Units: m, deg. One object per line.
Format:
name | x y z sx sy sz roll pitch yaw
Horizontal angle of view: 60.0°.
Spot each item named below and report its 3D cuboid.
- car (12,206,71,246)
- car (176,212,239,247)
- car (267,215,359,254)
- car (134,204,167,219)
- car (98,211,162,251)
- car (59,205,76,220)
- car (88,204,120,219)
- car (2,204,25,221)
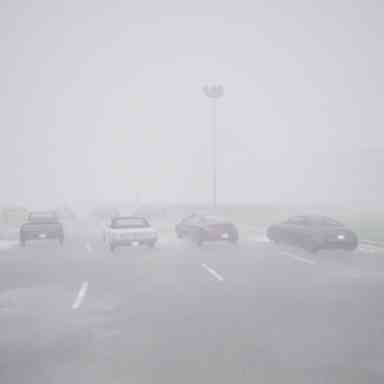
car | -7.470 1.709 16.679 2.128 1.511 4.902 0 -1 -24
car | 0.618 1.658 15.922 1.812 1.442 4.674 0 -1 -19
car | 4.887 1.639 14.059 1.994 1.385 4.181 0 -1 -16
car | -4.043 1.839 31.692 1.812 1.442 4.674 0 -1 -34
car | -2.991 1.762 15.175 1.895 1.301 4.718 0 -1 -20
car | -12.519 1.959 31.634 1.994 1.385 4.181 0 -1 -34
car | -8.368 1.882 31.853 1.812 1.442 4.674 0 -1 -34
car | -17.324 1.927 32.512 1.882 1.535 5.008 0 -1 -34
